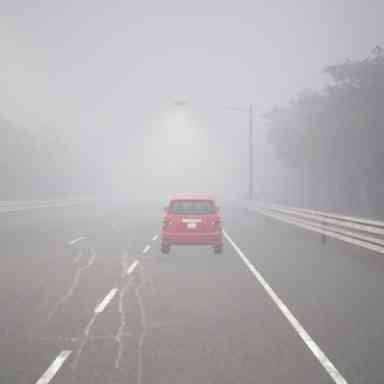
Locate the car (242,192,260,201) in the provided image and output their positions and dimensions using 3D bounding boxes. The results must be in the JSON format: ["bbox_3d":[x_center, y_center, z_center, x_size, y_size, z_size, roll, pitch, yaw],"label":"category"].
[{"bbox_3d":[13.427,0.957,75.747,2.150,2.045,5.566,0,0,35],"label":"car"}]

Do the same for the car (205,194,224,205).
[{"bbox_3d":[3.800,1.174,54.753,2.097,1.767,4.553,0,0,17],"label":"car"}]

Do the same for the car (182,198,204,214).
[{"bbox_3d":[0.214,1.435,35.162,2.033,1.411,5.357,0,0,4],"label":"car"}]

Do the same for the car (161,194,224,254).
[{"bbox_3d":[-0.004,1.178,13.513,2.150,2.045,5.566,0,0,0],"label":"car"}]
